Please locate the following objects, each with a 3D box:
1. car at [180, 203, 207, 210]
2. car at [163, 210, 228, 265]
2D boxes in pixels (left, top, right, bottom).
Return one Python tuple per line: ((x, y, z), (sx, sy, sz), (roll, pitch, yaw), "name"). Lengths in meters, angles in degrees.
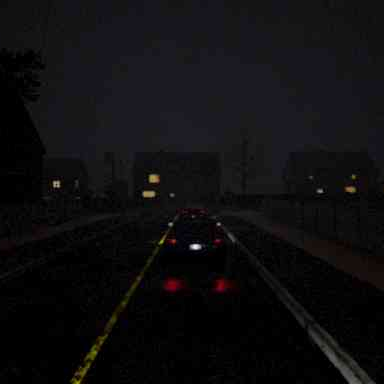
((0.096, 1.514, 24.597), (1.812, 1.442, 4.674), (0, 0, 0), "car")
((0.100, 1.551, 11.579), (1.994, 1.385, 4.181), (0, 0, 0), "car")
